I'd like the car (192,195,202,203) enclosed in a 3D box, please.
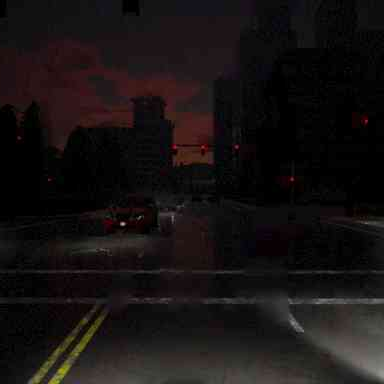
[{"bbox_3d":[1.015,1.352,67.479,2.097,1.767,4.553,0,0,1],"label":"car"}]

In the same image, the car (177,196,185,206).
[{"bbox_3d":[-2.685,1.564,55.431,1.994,1.385,4.181,0,0,1],"label":"car"}]

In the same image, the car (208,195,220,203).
[{"bbox_3d":[4.618,1.547,67.363,2.033,1.411,5.357,0,0,1],"label":"car"}]

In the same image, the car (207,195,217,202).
[{"bbox_3d":[4.606,1.478,77.185,1.882,1.535,5.008,0,0,1],"label":"car"}]

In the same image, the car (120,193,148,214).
[{"bbox_3d":[-6.370,1.216,37.125,2.150,2.045,5.566,0,1,1],"label":"car"}]

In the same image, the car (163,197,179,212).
[{"bbox_3d":[-2.850,1.601,39.242,1.895,1.301,4.718,0,0,1],"label":"car"}]

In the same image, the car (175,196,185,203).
[{"bbox_3d":[-2.465,1.529,69.644,2.033,1.411,5.357,0,0,1],"label":"car"}]

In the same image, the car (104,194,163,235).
[{"bbox_3d":[-3.294,1.221,19.190,2.150,2.045,5.566,0,0,3],"label":"car"}]

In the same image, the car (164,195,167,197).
[{"bbox_3d":[-5.968,1.494,69.327,1.837,1.490,4.892,0,0,1],"label":"car"}]
